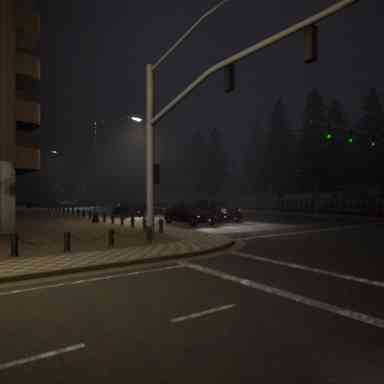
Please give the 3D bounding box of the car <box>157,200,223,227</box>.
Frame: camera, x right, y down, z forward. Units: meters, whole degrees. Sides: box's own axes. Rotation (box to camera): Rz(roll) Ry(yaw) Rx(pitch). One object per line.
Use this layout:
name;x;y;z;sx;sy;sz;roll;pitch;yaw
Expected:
car;-0.262;1.571;23.547;1.812;1.442;4.674;0;0;-37

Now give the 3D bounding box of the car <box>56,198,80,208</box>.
car;-18.565;1.646;49.037;1.895;1.301;4.718;0;0;-35

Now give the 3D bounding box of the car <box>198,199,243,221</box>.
car;1.919;1.395;26.478;2.097;1.767;4.553;0;0;-36

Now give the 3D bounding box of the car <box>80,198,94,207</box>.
car;-16.931;1.590;52.789;2.033;1.411;5.357;0;0;-35

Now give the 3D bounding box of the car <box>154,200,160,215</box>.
car;-3.974;1.535;34.662;2.128;1.511;4.902;0;0;-36

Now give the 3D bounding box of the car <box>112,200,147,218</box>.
car;-5.948;1.608;31.413;1.994;1.385;4.181;0;0;-36
